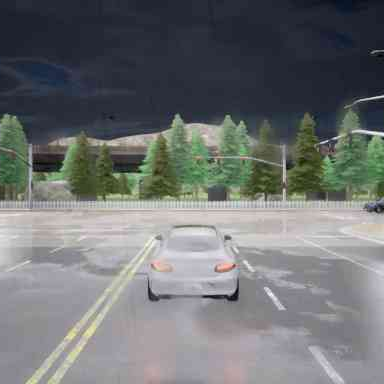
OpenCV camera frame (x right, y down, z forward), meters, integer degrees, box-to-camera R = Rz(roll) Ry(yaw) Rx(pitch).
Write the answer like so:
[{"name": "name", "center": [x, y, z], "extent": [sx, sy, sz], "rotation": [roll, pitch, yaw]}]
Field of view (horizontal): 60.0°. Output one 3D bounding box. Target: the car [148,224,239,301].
[{"name": "car", "center": [0.032, 1.526, 8.192], "extent": [1.812, 1.442, 4.674], "rotation": [0, 0, 0]}]

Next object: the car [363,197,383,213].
[{"name": "car", "center": [20.729, 1.296, 35.327], "extent": [4.553, 1.767, 2.097], "rotation": [0, 0, 0]}]
